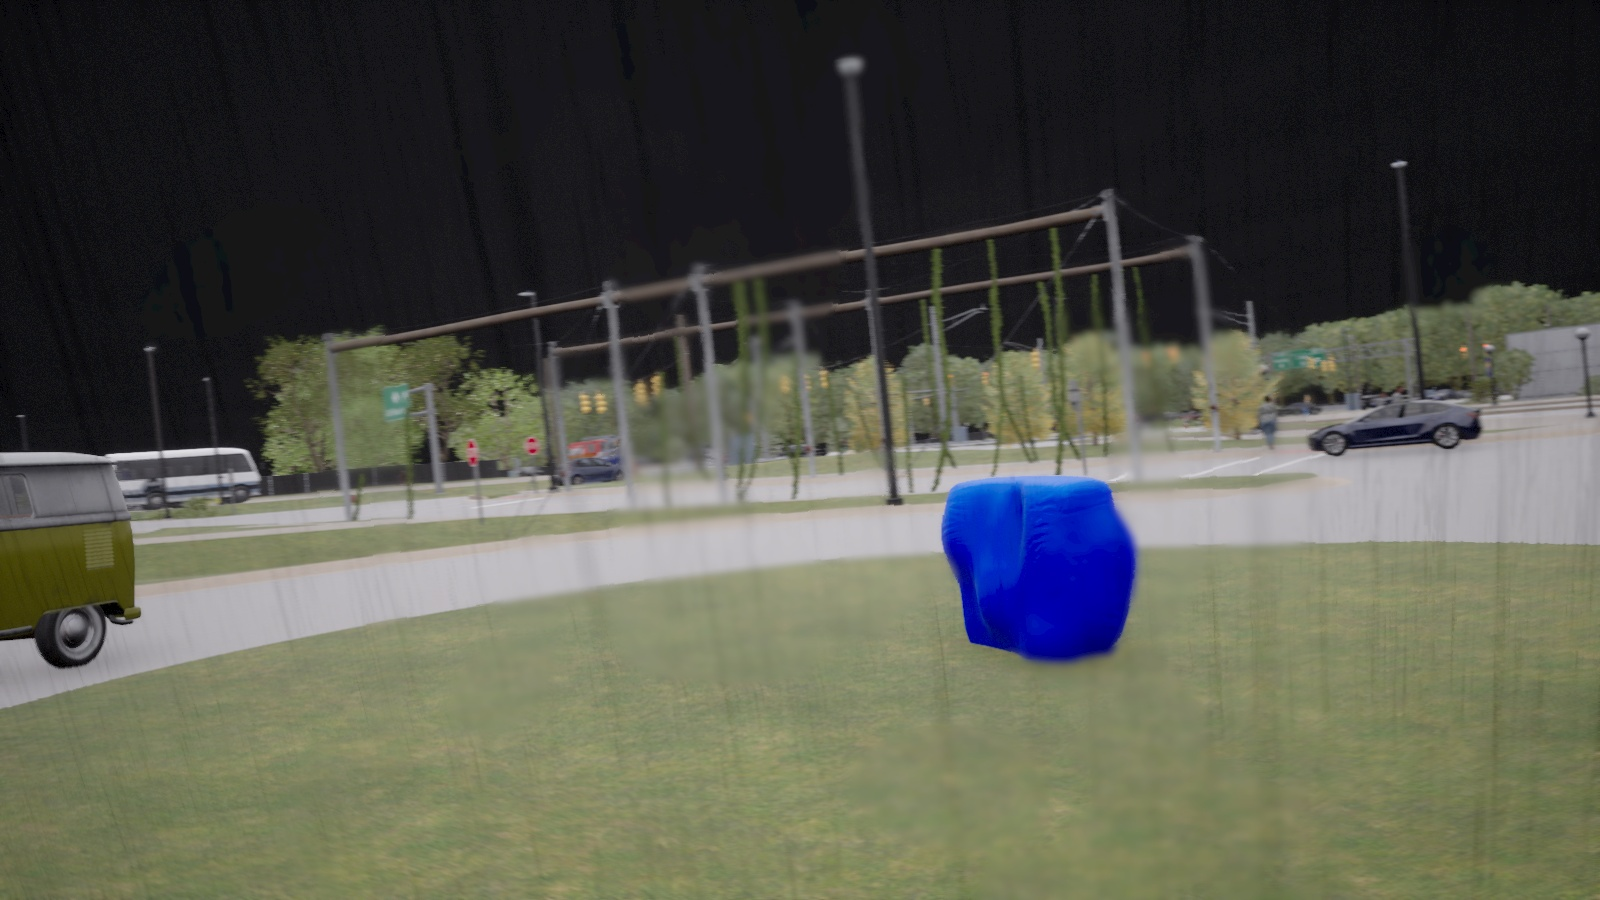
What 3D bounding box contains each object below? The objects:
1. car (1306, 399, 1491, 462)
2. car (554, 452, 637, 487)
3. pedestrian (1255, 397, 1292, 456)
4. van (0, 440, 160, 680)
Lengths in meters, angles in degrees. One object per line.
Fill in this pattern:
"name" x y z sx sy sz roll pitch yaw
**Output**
"car" 17.907 -0.578 37.647 4.792 1.488 2.163 -4 1 27
"car" -11.165 1.049 68.757 3.988 1.617 1.851 -4 -1 -38
"pedestrian" 15.602 -0.785 41.356 0.874 1.855 0.900 -5 1 28
"van" -7.648 0.973 10.162 1.775 1.987 4.442 -4 0 15
